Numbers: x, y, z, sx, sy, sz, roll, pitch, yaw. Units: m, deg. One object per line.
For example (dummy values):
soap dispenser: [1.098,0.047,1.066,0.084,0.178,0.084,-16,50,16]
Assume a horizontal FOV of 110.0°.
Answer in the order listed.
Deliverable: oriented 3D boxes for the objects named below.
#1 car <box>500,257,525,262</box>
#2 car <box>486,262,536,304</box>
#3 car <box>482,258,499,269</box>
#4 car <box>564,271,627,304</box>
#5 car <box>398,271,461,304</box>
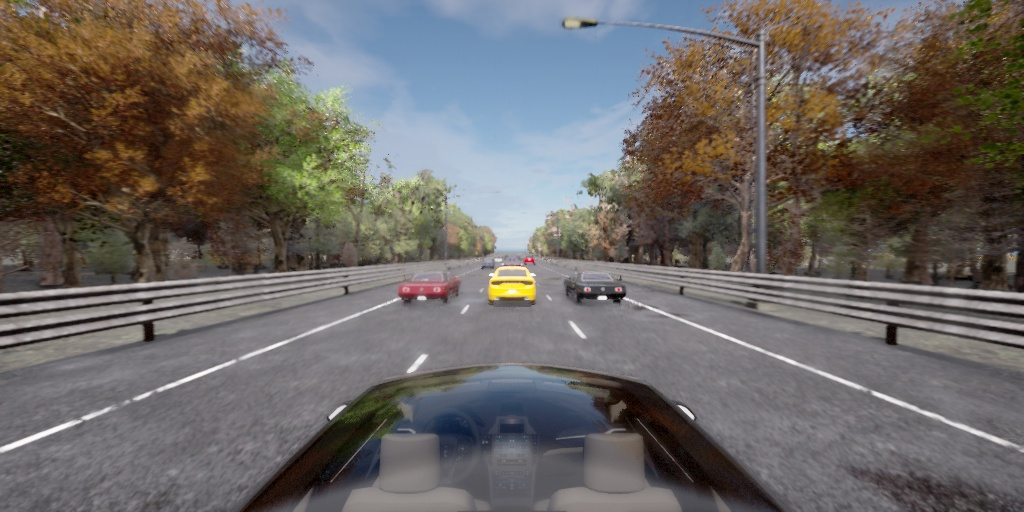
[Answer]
car: [0.033,1.182,35.217,1.882,1.535,5.008,0,0,0]
car: [0.014,1.212,16.150,1.882,1.535,5.008,0,0,0]
car: [-3.446,1.217,53.196,2.033,1.411,5.357,0,0,0]
car: [3.513,1.334,16.124,1.895,1.301,4.718,0,0,0]
car: [-3.487,1.336,16.132,1.895,1.301,4.718,0,0,0]
